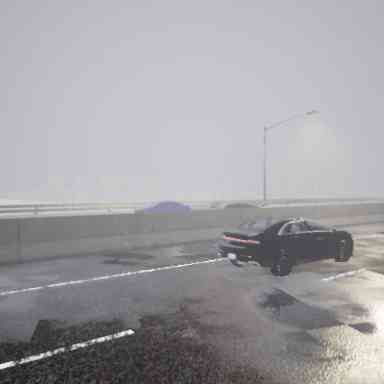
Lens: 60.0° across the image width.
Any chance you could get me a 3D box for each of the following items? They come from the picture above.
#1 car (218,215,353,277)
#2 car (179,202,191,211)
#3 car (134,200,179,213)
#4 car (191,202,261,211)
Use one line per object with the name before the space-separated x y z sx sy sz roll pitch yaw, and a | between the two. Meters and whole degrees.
car | 3.022 1.472 10.194 4.902 1.511 2.128 0 0 -35
car | 1.959 1.511 26.821 5.357 1.411 2.033 0 0 -35
car | -2.461 1.447 27.987 5.008 1.535 1.882 0 0 -35
car | 2.715 1.444 23.070 5.008 1.535 1.882 0 0 -35
